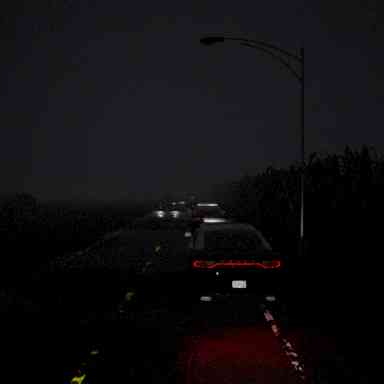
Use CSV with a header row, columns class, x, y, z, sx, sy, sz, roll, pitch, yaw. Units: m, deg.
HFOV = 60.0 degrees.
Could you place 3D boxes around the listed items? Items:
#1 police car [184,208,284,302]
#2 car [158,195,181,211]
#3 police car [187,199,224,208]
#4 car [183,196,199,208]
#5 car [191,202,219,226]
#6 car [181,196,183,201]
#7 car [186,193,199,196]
class,x,y,z,sx,sy,sz,roll,pitch,yaw
police car,0.837,1.423,8.455,1.930,1.638,5.238,0,0,0
car,-2.790,1.312,39.671,2.097,1.767,4.553,0,0,0
police car,0.853,1.415,18.454,1.930,1.638,5.238,0,0,0
car,0.116,1.549,46.088,1.895,1.301,4.718,0,0,1
car,0.862,1.509,24.344,1.812,1.442,4.674,0,0,0
car,-2.640,1.438,71.096,1.994,1.385,4.181,0,0,0
car,0.093,1.134,60.053,2.150,2.045,5.566,0,0,0
